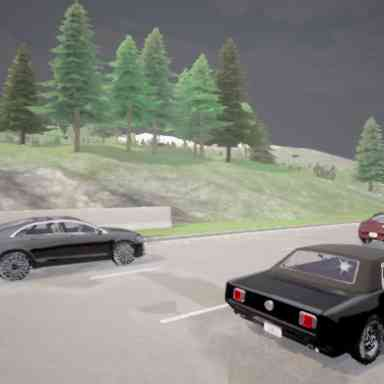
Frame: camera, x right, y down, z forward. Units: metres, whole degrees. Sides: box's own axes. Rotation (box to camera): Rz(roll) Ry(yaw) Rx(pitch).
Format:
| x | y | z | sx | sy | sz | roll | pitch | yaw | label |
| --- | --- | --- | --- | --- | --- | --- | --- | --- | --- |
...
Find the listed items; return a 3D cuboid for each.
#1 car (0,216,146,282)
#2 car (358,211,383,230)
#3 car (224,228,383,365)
| x | y | z | sx | sy | sz | roll | pitch | yaw | label |
| --- | --- | --- | --- | --- | --- | --- | --- | --- | --- |
| -3.728 | 1.447 | 9.680 | 4.902 | 1.511 | 2.128 | 0 | 0 | -35 | car |
| 8.930 | 1.495 | 14.164 | 4.674 | 1.442 | 1.812 | 0 | 0 | -34 | car |
| 2.925 | 1.586 | 5.816 | 4.718 | 1.301 | 1.895 | 0 | 0 | -35 | car |
